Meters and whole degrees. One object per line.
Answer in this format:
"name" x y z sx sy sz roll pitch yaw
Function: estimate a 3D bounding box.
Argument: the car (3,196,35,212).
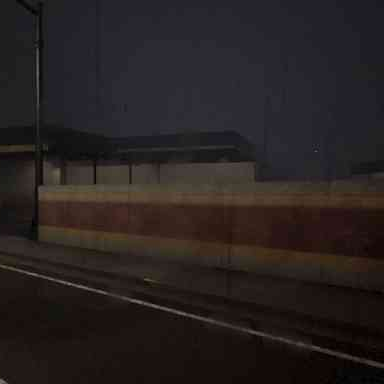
"car" -18.622 1.295 37.483 2.242 1.667 4.611 0 0 36
